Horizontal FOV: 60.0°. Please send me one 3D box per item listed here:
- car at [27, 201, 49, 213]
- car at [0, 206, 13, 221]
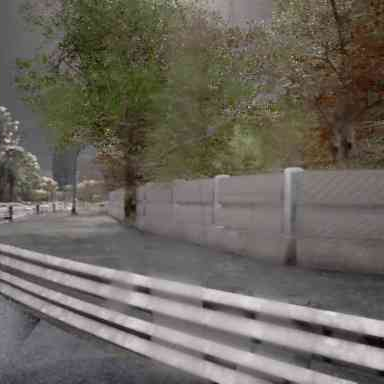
[{"bbox_3d":[-22.404,2.162,48.521,2.097,1.767,4.553,1,-1,-11],"label":"car"},{"bbox_3d":[-18.808,2.049,31.971,1.994,1.385,4.181,1,-1,-13],"label":"car"}]
